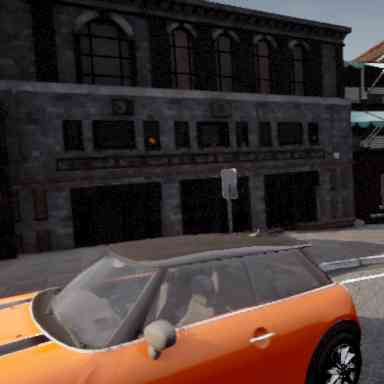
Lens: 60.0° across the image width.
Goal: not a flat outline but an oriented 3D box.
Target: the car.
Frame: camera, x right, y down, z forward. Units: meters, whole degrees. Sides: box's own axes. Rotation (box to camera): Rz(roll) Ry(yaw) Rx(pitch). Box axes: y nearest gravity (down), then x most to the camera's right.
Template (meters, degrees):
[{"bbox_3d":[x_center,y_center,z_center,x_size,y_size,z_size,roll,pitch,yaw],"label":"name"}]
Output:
[{"bbox_3d":[-0.368,1.312,3.436,4.553,1.767,2.097,0,1,-32],"label":"car"}]
